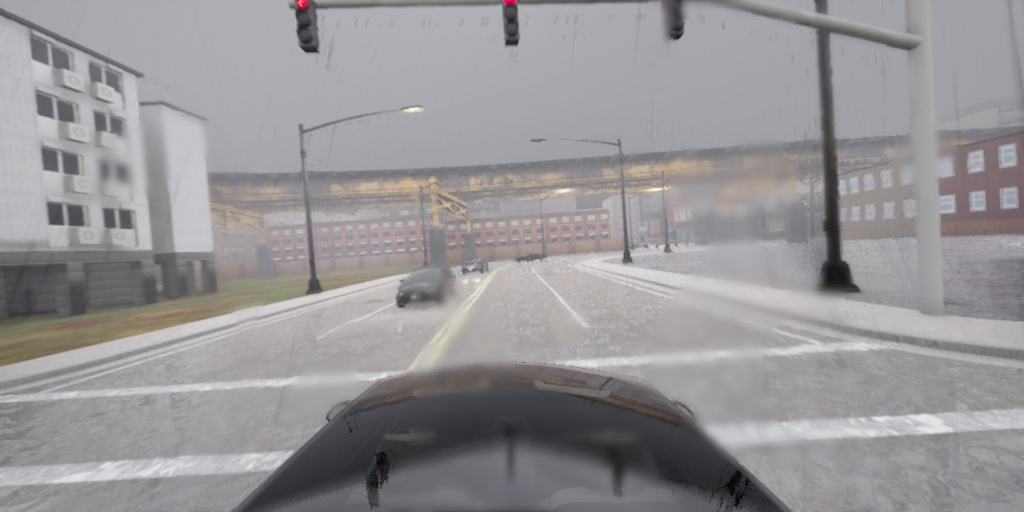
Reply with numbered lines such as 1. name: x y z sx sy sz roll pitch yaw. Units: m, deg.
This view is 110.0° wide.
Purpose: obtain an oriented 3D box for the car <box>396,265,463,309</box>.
1. car: -3.535 1.225 15.524 1.837 1.490 4.892 -4 1 0

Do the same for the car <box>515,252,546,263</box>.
1. car: 2.489 0.114 48.625 1.895 1.301 4.718 -3 2 40

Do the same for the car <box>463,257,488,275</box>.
1. car: -3.373 0.832 33.030 2.128 1.511 4.902 -4 1 4
